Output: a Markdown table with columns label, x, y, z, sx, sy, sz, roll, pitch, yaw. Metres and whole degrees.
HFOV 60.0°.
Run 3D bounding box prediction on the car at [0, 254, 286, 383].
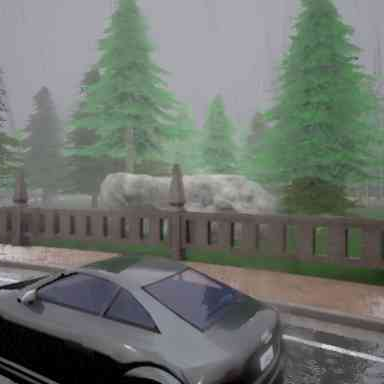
| label | x | y | z | sx | sy | sz | roll | pitch | yaw |
| --- | --- | --- | --- | --- | --- | --- | --- | --- | --- |
| car | -1.012 | 1.518 | 4.174 | 4.181 | 1.385 | 1.994 | 0 | 1 | 31 |
